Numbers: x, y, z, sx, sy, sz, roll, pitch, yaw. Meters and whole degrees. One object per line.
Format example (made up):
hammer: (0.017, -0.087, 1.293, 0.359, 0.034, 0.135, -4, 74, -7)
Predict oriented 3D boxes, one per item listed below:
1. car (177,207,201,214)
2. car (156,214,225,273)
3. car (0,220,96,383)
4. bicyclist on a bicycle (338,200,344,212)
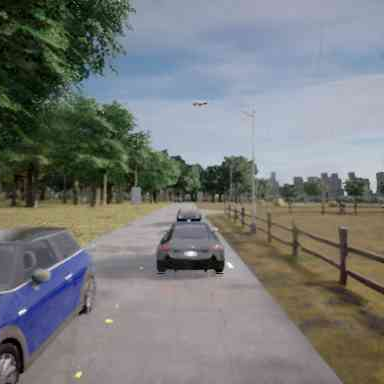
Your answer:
car: (-0.244, 1.857, 26.340, 1.895, 1.301, 4.718, 0, -1, -1)
car: (-0.057, 1.663, 11.019, 1.994, 1.385, 4.181, 0, -1, -1)
car: (-2.926, 1.382, 4.690, 2.097, 1.767, 4.553, 0, -1, -1)
bicyclist on a bicycle: (19.366, 1.922, 43.205, 0.582, 1.620, 1.656, 0, -1, -1)
